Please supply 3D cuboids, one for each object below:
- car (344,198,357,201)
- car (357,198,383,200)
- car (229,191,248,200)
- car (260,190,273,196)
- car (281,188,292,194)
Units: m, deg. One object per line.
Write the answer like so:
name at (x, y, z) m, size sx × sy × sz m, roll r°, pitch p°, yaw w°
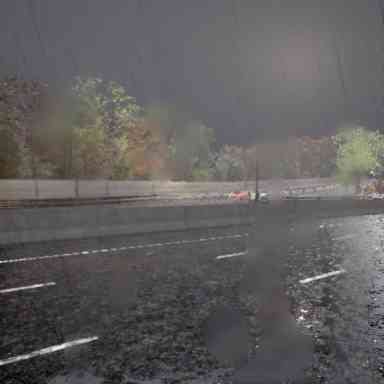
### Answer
car at (22.555, 1.494, 47.237) m, size 4.718 × 1.301 × 1.895 m, roll 0°, pitch 0°, yaw -36°
car at (24.884, 1.454, 44.606) m, size 5.357 × 1.411 × 2.033 m, roll 0°, pitch 0°, yaw -36°
car at (8.243, 0.560, 59.053) m, size 2.097 × 1.767 × 4.553 m, roll 0°, pitch 1°, yaw 30°
car at (16.037, 0.338, 72.318) m, size 1.882 × 1.535 × 5.008 m, roll 0°, pitch 2°, yaw 31°
car at (24.420, -0.260, 85.285) m, size 1.812 × 1.442 × 4.674 m, roll 0°, pitch 3°, yaw 34°
